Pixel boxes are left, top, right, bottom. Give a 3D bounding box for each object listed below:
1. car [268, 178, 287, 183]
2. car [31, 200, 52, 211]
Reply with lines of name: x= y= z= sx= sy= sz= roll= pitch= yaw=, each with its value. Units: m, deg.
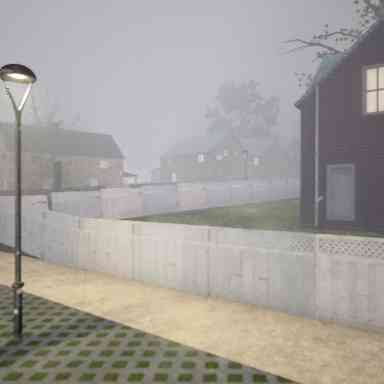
car: x=9.604 y=-0.865 z=38.953 sx=4.553 sy=1.767 sz=2.097 roll=-4 pitch=3 yaw=-40
car: x=-9.072 y=0.760 z=23.326 sx=4.718 sy=1.301 sz=1.895 roll=-4 pitch=3 yaw=-40
